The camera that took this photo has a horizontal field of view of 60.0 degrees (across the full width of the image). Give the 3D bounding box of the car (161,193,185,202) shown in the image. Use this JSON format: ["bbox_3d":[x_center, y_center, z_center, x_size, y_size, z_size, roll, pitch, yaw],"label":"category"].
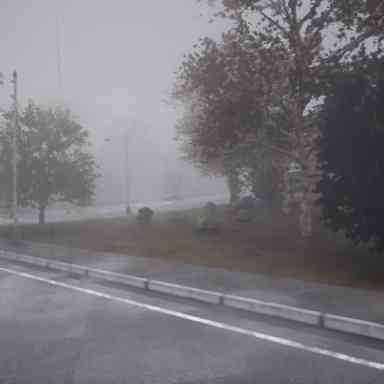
[{"bbox_3d":[-3.334,0.903,58.918,1.837,1.490,4.892,-1,2,39],"label":"car"}]

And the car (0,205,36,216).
[{"bbox_3d":[-20.131,1.936,38.085,1.994,1.385,4.181,-1,1,39],"label":"car"}]
